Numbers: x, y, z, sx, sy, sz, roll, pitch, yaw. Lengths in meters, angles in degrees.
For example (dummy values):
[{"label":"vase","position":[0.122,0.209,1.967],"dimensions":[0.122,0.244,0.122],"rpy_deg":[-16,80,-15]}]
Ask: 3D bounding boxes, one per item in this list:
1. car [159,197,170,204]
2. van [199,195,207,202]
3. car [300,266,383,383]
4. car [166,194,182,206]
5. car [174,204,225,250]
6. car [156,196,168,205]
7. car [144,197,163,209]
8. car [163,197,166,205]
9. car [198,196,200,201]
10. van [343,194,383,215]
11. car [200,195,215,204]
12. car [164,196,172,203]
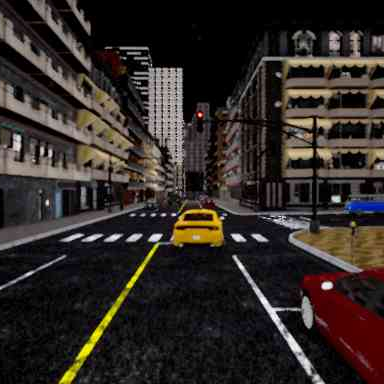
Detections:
[{"label":"car","position":[-5.741,1.775,69.508],"dimensions":[1.802,1.307,4.206],"rpy_deg":[-1,0,0]},{"label":"van","position":[2.631,1.572,80.563],"dimensions":[1.690,1.788,3.998],"rpy_deg":[-1,0,0]},{"label":"car","position":[2.680,1.554,3.925],"dimensions":[1.887,1.381,4.507],"rpy_deg":[0,0,0]},{"label":"car","position":[-3.083,1.385,60.661],"dimensions":[2.150,2.045,5.566],"rpy_deg":[0,0,1]},{"label":"car","position":[0.382,1.512,14.541],"dimensions":[1.882,1.535,5.008],"rpy_deg":[0,0,5]},{"label":"car","position":[-5.739,1.615,63.980],"dimensions":[1.967,1.590,4.097],"rpy_deg":[-1,0,0]},{"label":"car","position":[-5.726,1.674,47.396],"dimensions":[2.008,1.369,4.403],"rpy_deg":[0,0,0]},{"label":"car","position":[-5.730,1.706,52.923],"dimensions":[1.947,1.339,4.313],"rpy_deg":[0,0,0]},{"label":"car","position":[2.640,1.744,69.507],"dimensions":[2.008,1.369,4.403],"rpy_deg":[-1,0,0]},{"label":"van","position":[15.623,1.107,29.505],"dimensions":[3.998,1.788,1.690],"rpy_deg":[-1,1,-1]},{"label":"car","position":[2.649,1.581,52.924],"dimensions":[1.967,1.590,4.097],"rpy_deg":[-1,0,0]},{"label":"car","position":[-5.747,1.755,80.393],"dimensions":[1.752,1.417,4.829],"rpy_deg":[-1,0,0]}]
